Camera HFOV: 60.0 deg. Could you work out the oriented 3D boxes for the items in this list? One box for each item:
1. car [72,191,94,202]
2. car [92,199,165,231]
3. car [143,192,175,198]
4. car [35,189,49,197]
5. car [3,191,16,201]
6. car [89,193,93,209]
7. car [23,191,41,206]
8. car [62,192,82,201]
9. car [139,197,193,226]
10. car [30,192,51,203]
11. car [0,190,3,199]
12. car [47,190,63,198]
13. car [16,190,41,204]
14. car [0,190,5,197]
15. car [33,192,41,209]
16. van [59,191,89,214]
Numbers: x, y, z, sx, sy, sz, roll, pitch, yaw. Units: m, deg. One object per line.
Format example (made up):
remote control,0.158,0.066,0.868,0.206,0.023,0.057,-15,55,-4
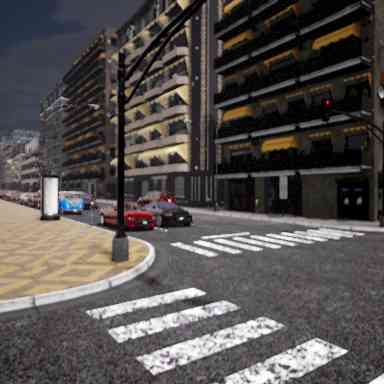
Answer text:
car,-16.660,0.643,50.600,1.967,1.590,4.097,1,0,-36
car,-3.610,1.228,18.161,1.887,1.381,4.507,2,0,-36
car,-3.426,0.868,32.244,2.192,1.841,5.009,1,0,-36
car,-33.199,0.206,73.543,1.967,1.590,4.097,1,0,-36
car,-26.761,0.511,50.282,1.967,1.590,4.097,2,0,-36
car,-10.688,1.002,32.391,2.033,1.411,5.357,0,1,-36
car,-16.841,0.878,36.516,1.887,1.381,4.507,2,0,-36
car,-19.971,0.681,55.188,1.947,1.339,4.313,1,0,-36
car,-1.749,1.255,19.987,1.994,1.385,4.181,0,1,-36
car,-21.897,0.742,48.110,1.994,1.385,4.181,0,1,-36
car,-33.380,0.440,59.460,1.887,1.381,4.507,2,0,-36
car,-26.685,0.463,64.504,1.752,1.417,4.829,1,0,-36
car,-20.049,0.773,40.967,1.752,1.417,4.829,2,0,-36
car,-39.995,0.271,68.637,2.008,1.369,4.403,2,0,-36
car,-13.533,0.965,31.928,1.887,1.381,4.507,2,0,-36
van,-10.220,0.849,27.338,1.690,1.788,3.998,2,0,-36
